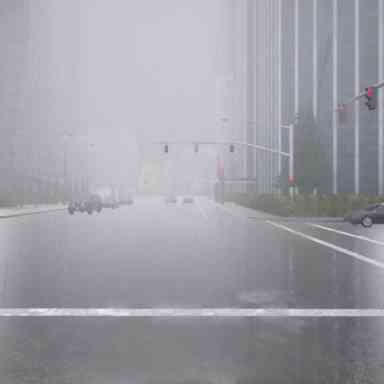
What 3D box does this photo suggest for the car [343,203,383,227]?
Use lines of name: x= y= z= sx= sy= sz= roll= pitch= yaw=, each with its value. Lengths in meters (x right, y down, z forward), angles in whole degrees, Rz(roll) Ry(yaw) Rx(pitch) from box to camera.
car: x=12.634 y=1.505 z=22.053 sx=4.892 sy=1.490 sz=1.837 roll=0 pitch=0 yaw=0

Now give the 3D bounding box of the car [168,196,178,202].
car: x=-4.324 y=1.540 z=75.238 sx=2.033 sy=1.411 sz=5.357 roll=0 pitch=0 yaw=0

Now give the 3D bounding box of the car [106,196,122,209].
car: x=-11.171 y=1.564 z=44.907 sx=1.994 sy=1.385 sz=4.181 roll=0 pitch=0 yaw=0

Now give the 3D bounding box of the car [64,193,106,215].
car: x=-11.085 y=1.221 z=34.864 sx=2.150 sy=2.045 sz=5.566 roll=0 pitch=0 yaw=-1

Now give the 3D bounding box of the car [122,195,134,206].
car: x=-11.249 y=1.352 z=56.357 sx=2.097 sy=1.767 sz=4.553 roll=0 pitch=0 yaw=0

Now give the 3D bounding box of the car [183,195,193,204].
car: x=-0.743 y=1.526 z=65.316 sx=1.812 sy=1.442 sz=4.674 roll=0 pitch=0 yaw=0

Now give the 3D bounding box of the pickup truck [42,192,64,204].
pickup truck: x=-24.321 y=1.059 z=60.016 sx=2.390 sy=2.098 sz=6.274 roll=0 pitch=0 yaw=30

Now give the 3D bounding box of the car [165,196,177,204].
car: x=-4.140 y=1.601 z=64.977 sx=1.895 sy=1.301 sz=4.718 roll=0 pitch=0 yaw=0

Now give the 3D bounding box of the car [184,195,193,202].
car: x=-0.828 y=1.387 z=75.567 sx=1.882 sy=1.535 sz=5.008 roll=0 pitch=0 yaw=0
